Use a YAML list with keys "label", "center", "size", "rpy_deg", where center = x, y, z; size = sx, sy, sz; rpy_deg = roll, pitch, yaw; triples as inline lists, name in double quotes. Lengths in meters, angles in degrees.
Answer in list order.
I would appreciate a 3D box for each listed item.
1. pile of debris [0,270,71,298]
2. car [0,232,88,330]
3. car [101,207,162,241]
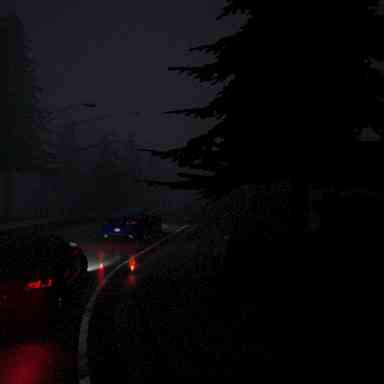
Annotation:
- label: "pile of debris"
  center: [-3.956, 2.185, 8.018]
  size: [1.500, 0.140, 1.860]
  rpy_deg: [0, 0, -4]
- label: "car"
  center: [-3.470, 1.568, 6.968]
  size: [1.994, 1.385, 4.181]
  rpy_deg: [0, 0, -11]
- label: "car"
  center: [-2.879, 1.496, 16.856]
  size: [1.882, 1.535, 5.008]
  rpy_deg: [0, 0, 8]
